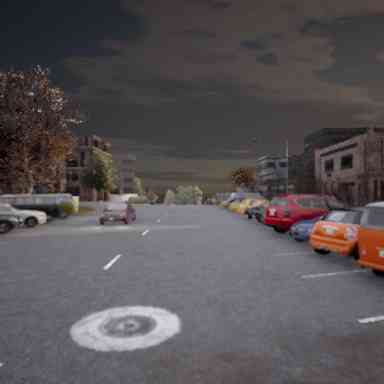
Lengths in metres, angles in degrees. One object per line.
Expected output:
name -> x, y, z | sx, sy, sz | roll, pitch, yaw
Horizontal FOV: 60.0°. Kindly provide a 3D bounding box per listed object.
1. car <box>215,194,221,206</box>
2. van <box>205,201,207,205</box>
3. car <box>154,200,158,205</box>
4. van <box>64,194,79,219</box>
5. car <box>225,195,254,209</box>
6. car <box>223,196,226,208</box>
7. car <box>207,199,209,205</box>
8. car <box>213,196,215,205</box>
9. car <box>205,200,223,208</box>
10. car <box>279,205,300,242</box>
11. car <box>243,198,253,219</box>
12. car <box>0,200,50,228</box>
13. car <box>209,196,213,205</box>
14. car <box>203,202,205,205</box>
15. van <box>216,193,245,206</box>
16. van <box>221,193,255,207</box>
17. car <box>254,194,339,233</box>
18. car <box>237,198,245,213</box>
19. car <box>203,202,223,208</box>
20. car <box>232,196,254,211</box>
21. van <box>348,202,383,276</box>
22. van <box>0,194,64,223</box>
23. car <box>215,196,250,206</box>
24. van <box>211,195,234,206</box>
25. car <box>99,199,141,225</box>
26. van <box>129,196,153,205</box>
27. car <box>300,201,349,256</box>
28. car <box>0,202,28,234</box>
car -> 6.237, 1.365, 43.567 | 5.366, 1.575, 1.946 | 1, 0, -20
van -> 6.214, 2.572, 81.737 | 4.442, 1.987, 1.878 | 2, -5, -21
car -> -11.646, 2.320, 78.019 | 5.566, 2.045, 2.435 | 1, -4, -21
van -> -11.287, 1.166, 26.200 | 4.442, 1.987, 1.878 | -1, 0, -20
car -> 6.597, 1.380, 34.892 | 5.366, 1.575, 1.946 | 1, 0, -20
car -> 6.447, 1.407, 37.775 | 4.792, 1.488, 2.163 | 1, 0, -20
car -> 6.279, 1.875, 67.050 | 5.008, 1.535, 2.097 | 2, -3, -21
car -> 6.380, 1.117, 46.558 | 5.566, 2.045, 2.435 | 1, 0, -20
car -> 5.946, 3.313, 90.459 | 4.553, 1.767, 2.185 | 2, -5, -21
car -> 6.420, 1.461, 14.296 | 4.674, 1.452, 2.002 | 1, 0, -20
car -> 6.412, 1.399, 23.099 | 4.892, 1.521, 2.231 | 1, 0, -20
car -> -11.399, 1.444, 20.271 | 4.674, 1.452, 2.002 | -1, 0, -20
car -> 6.492, 1.632, 61.274 | 5.366, 1.575, 1.946 | 2, -2, -20
car -> 6.070, 3.002, 84.605 | 5.008, 1.535, 2.097 | 2, -4, -21
van -> 6.471, 1.242, 55.404 | 4.442, 1.987, 1.878 | 1, -2, -20
van -> 6.311, 1.147, 40.652 | 4.442, 1.987, 1.878 | 1, 0, -20
car -> 6.448, 1.161, 17.244 | 5.566, 2.045, 2.435 | 1, 0, -20
car -> 6.388, 1.422, 26.026 | 4.792, 1.488, 2.163 | 1, 0, -20
car -> 5.922, 3.669, 93.379 | 4.892, 1.521, 2.231 | 2, -5, -21
car -> 6.595, 1.387, 29.031 | 5.366, 1.575, 1.946 | 1, 0, -20
van -> 6.528, 1.219, 8.475 | 4.442, 1.987, 1.878 | 1, 0, -20
van -> -11.504, 1.174, 23.167 | 4.442, 1.987, 1.878 | -1, 0, -20
car -> 6.367, 1.414, 52.436 | 4.892, 1.521, 2.231 | 1, -2, -20
van -> 6.355, 1.806, 70.030 | 4.442, 1.987, 1.878 | 2, -4, -21
car -> -5.072, 1.438, 23.298 | 1.812, 1.442, 4.674 | 0, 0, 0
van -> -11.484, 1.951, 72.068 | 4.442, 1.987, 1.878 | 1, -3, -21
car -> 6.390, 1.305, 11.358 | 4.553, 1.767, 2.185 | 1, 0, -20
car -> -11.397, 1.453, 17.326 | 4.674, 1.452, 2.002 | -1, 0, -20
